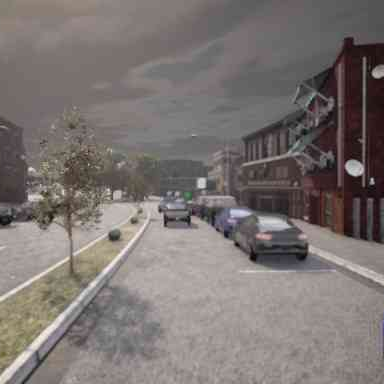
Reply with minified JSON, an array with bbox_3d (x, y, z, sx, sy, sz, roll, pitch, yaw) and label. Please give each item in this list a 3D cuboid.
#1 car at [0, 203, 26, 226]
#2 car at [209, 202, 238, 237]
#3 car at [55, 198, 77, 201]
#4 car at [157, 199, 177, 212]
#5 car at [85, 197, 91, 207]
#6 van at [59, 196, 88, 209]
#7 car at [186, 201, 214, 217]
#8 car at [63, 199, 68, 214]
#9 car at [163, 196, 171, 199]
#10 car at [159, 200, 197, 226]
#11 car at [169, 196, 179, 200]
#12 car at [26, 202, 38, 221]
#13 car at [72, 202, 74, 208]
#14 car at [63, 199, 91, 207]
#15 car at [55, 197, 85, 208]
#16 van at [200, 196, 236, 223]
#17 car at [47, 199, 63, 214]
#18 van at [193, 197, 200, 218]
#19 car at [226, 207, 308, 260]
[{"bbox_3d":[-14.516,1.290,21.862,5.566,2.045,2.435,0,0,-5],"label":"car"},{"bbox_3d":[2.344,1.497,17.612,2.002,1.452,4.674,0,0,-4],"label":"car"},{"bbox_3d":[-17.070,1.864,40.929,4.674,1.452,2.002,0,-1,-9],"label":"car"},{"bbox_3d":[-3.305,1.875,41.498,1.895,1.301,4.718,0,-1,-9],"label":"car"},{"bbox_3d":[-19.697,1.733,54.189,5.566,2.045,2.435,0,-1,-12],"label":"car"},{"bbox_3d":[-20.157,1.782,56.899,4.442,1.987,1.878,0,0,-13],"label":"van"},{"bbox_3d":[0.728,1.670,34.199,2.163,1.488,4.792,0,-1,-7],"label":"car"},{"bbox_3d":[-16.237,1.775,35.534,4.792,1.488,2.163,0,-1,-8],"label":"car"},{"bbox_3d":[-3.928,1.701,60.019,2.150,2.045,5.566,0,-1,-12],"label":"car"},{"bbox_3d":[-1.128,1.525,23.760,2.128,1.511,4.902,0,-1,-5],"label":"car"},{"bbox_3d":[-1.938,1.848,50.252,1.882,1.535,5.008,0,-1,-11],"label":"car"},{"bbox_3d":[-15.083,1.643,27.295,4.792,1.488,2.163,0,-1,-6],"label":"car"},{"bbox_3d":[-16.595,1.815,38.239,4.792,1.488,2.163,0,-1,-9],"label":"car"},{"bbox_3d":[-21.461,2.056,62.253,4.892,1.521,2.231,0,0,-13],"label":"car"},{"bbox_3d":[-17.355,1.856,43.650,5.366,1.575,1.946,0,-1,-10],"label":"car"},{"bbox_3d":[1.921,1.273,23.270,1.878,1.987,4.442,0,0,-4],"label":"van"},{"bbox_3d":[-15.814,1.704,32.835,4.892,1.521,2.231,0,-1,-7],"label":"car"},{"bbox_3d":[1.369,1.337,28.780,1.878,1.987,4.442,0,-1,-6],"label":"van"},{"bbox_3d":[2.675,1.478,12.079,2.002,1.452,4.674,0,0,-2],"label":"car"}]
